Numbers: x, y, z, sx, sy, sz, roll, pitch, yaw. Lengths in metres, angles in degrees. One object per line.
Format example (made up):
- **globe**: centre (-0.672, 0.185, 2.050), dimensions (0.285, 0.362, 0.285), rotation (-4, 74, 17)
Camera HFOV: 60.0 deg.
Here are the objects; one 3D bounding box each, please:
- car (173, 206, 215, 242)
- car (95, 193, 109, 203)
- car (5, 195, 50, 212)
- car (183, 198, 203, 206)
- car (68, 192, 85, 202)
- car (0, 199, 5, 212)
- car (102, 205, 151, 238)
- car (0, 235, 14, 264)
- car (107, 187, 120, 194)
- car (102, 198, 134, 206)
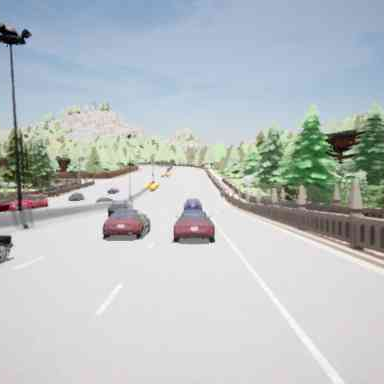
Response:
- **car**: centre (0.098, 1.609, 16.815), dimensions (1.994, 1.385, 4.181), rotation (0, 0, 0)
- **car**: centre (-14.054, 1.393, 53.025), dimensions (1.994, 1.385, 4.181), rotation (0, 3, 0)
- **car**: centre (-17.570, 1.308, 36.330), dimensions (2.150, 2.045, 5.566), rotation (0, 0, 0)
- **car**: centre (0.096, 1.439, 36.912), dimensions (2.097, 1.767, 4.553), rotation (0, 0, 0)
- **car**: centre (-21.009, 0.882, 60.523), dimensions (1.837, 1.490, 4.892), rotation (0, 5, 0)
- **car**: centre (-21.072, 1.560, 35.881), dimensions (1.882, 1.535, 5.008), rotation (0, -1, 0)
- **car**: centre (-3.402, 1.611, 17.893), dimensions (1.994, 1.385, 4.181), rotation (0, 0, 0)
- **car**: centre (-6.901, 1.632, 9.034), dimensions (1.895, 1.301, 4.718), rotation (0, 0, 0)
- **car**: centre (-17.505, -0.339, 73.898), dimensions (1.895, 1.301, 4.718), rotation (0, 7, 0)
- **car**: centre (-6.904, 1.567, 32.667), dimensions (2.128, 1.511, 4.902), rotation (0, 0, 0)
